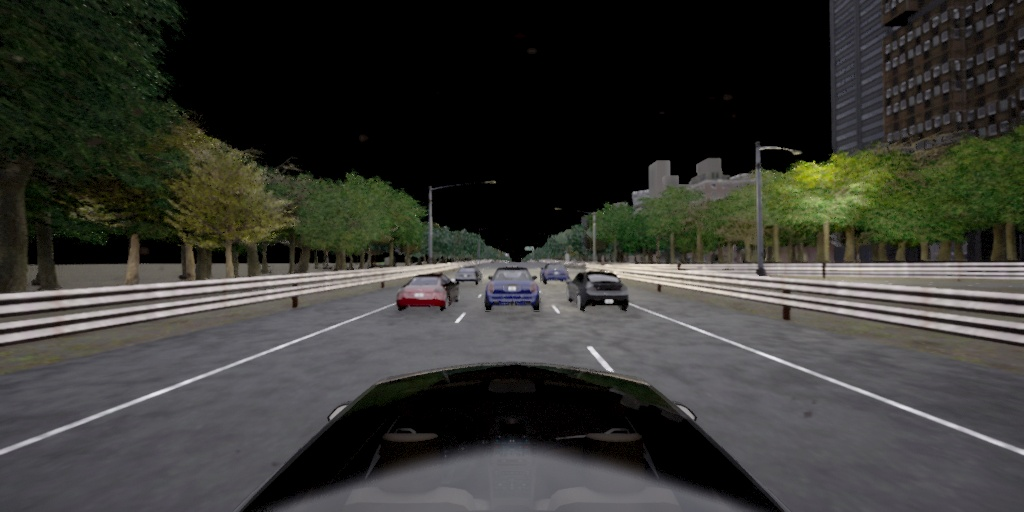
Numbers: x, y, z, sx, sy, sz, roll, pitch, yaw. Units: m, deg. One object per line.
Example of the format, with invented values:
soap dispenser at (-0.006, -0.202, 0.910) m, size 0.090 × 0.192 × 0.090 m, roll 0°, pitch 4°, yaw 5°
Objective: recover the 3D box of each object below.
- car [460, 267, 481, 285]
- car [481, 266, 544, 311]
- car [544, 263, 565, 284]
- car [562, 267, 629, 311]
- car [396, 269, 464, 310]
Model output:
car at (-3.487, 1.571, 29.382) m, size 2.033 × 1.411 × 5.357 m, roll 0°, pitch 0°, yaw 0°
car at (0.023, 1.238, 15.284) m, size 2.097 × 1.767 × 4.553 m, roll 0°, pitch -1°, yaw 0°
car at (3.523, 1.382, 30.281) m, size 2.097 × 1.767 × 4.553 m, roll 0°, pitch -1°, yaw 0°
car at (3.522, 1.395, 15.353) m, size 1.837 × 1.490 × 4.892 m, roll 0°, pitch 0°, yaw 0°
car at (-3.476, 1.454, 15.493) m, size 1.994 × 1.385 × 4.181 m, roll 0°, pitch 0°, yaw 0°
